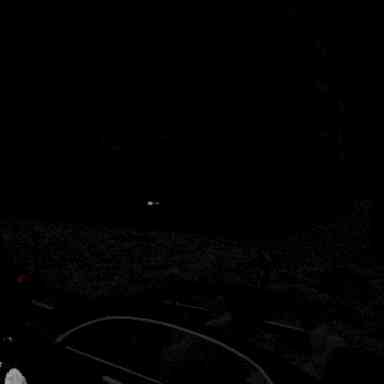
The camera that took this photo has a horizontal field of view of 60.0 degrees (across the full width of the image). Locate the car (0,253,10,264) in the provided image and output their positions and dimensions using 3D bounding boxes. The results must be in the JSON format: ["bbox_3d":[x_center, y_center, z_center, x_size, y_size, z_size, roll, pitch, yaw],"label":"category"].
[{"bbox_3d":[-4.686,1.576,6.295,4.206,1.307,1.802,0,0,35],"label":"car"}]

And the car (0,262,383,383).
[{"bbox_3d":[-0.094,1.549,3.026,4.403,1.369,2.008,0,0,35],"label":"car"}]
